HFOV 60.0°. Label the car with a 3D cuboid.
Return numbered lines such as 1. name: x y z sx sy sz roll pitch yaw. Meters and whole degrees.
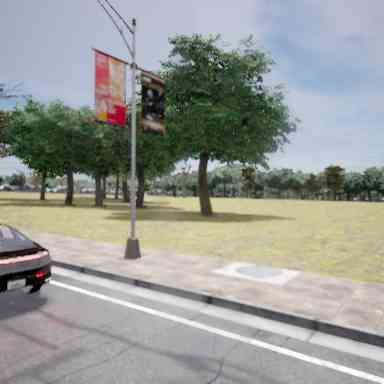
1. car: -5.034 1.383 7.249 4.902 1.511 2.128 1 0 36
